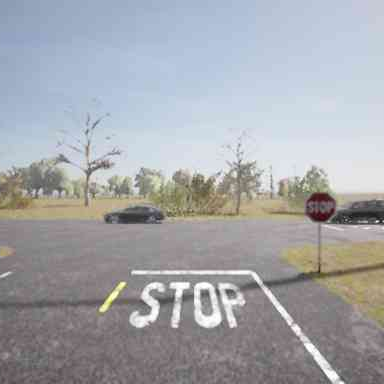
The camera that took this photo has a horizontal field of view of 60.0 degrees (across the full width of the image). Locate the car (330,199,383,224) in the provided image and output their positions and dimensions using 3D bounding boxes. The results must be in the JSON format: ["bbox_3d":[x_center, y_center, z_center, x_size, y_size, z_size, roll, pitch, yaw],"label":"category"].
[{"bbox_3d":[13.571,1.639,27.046,5.566,2.045,2.150,-1,0,-2],"label":"car"}]

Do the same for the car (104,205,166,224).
[{"bbox_3d":[-4.521,1.786,26.571,4.892,1.490,1.837,0,0,-1],"label":"car"}]
